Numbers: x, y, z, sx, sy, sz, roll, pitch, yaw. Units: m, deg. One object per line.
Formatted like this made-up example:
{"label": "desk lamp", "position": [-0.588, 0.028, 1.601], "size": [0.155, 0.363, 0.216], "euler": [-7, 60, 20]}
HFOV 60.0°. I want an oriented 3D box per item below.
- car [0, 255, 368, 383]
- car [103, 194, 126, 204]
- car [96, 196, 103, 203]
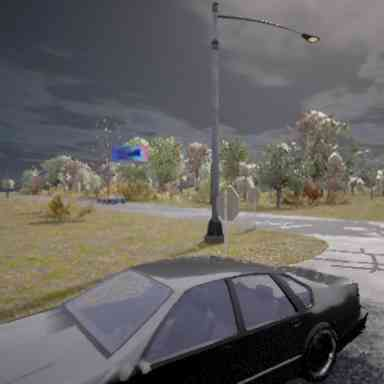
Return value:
{"label": "car", "position": [-0.078, 1.540, 3.843], "size": [5.357, 1.411, 2.033], "euler": [0, 0, -36]}
{"label": "car", "position": [-13.050, 1.163, 56.742], "size": [2.097, 1.767, 4.553], "euler": [0, 0, -33]}
{"label": "car", "position": [-16.072, 1.402, 61.154], "size": [1.895, 1.301, 4.718], "euler": [0, 0, -34]}
